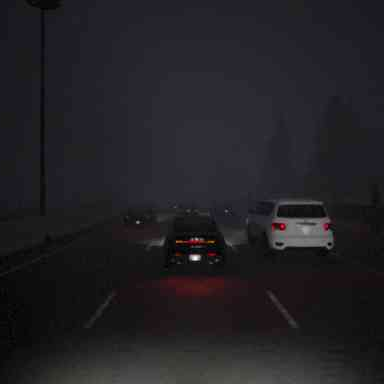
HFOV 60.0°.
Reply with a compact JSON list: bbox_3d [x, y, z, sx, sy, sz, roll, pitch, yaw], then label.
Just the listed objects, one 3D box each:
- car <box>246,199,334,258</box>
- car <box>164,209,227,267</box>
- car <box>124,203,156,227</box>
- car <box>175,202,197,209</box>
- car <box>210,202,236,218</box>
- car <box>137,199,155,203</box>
[{"bbox_3d":[3.577,1.265,13.160,2.150,2.045,5.566,0,0,0],"label":"car"},{"bbox_3d":[0.081,1.545,11.485,1.837,1.490,4.892,0,0,0],"label":"car"},{"bbox_3d":[-3.582,1.685,23.775,1.895,1.301,4.718,0,0,-2],"label":"car"},{"bbox_3d":[-0.532,1.654,30.669,2.033,1.411,5.357,0,0,-6],"label":"car"},{"bbox_3d":[2.836,1.670,31.390,1.994,1.385,4.181,0,0,-6],"label":"car"},{"bbox_3d":[-5.502,1.634,40.035,2.128,1.511,4.902,0,0,-11],"label":"car"}]
